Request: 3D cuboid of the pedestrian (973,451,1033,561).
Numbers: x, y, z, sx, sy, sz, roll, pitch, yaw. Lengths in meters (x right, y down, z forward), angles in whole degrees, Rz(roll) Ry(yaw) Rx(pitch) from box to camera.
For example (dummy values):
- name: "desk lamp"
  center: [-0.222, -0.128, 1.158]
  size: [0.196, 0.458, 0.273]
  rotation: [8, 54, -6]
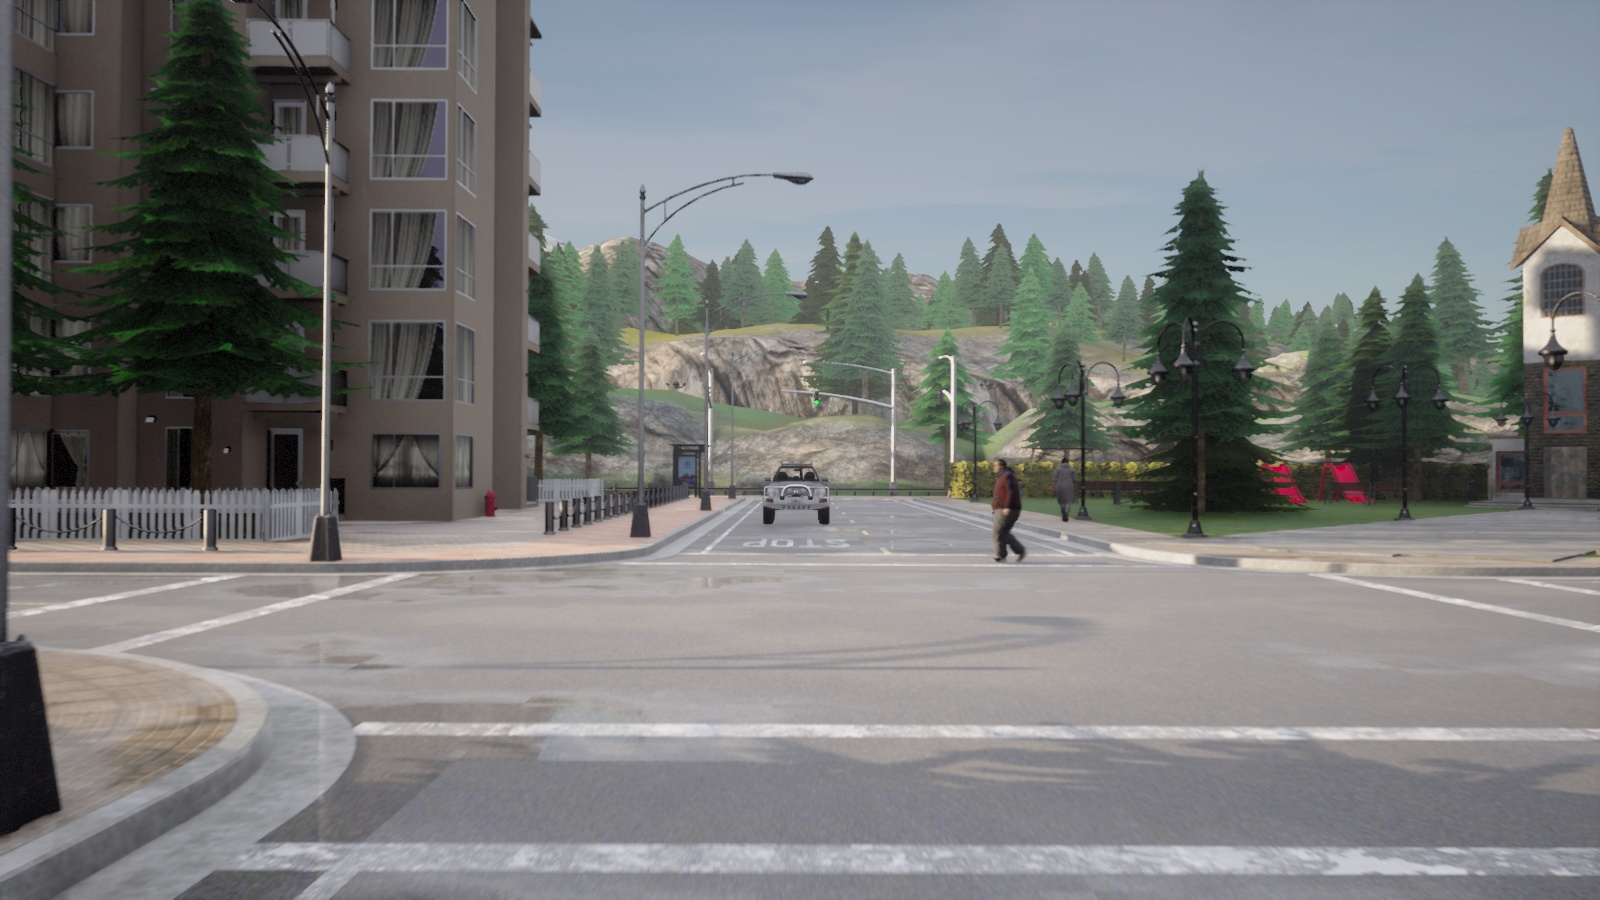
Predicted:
- name: "pedestrian"
  center: [3.429, 0.938, 21.285]
  size: [0.899, 1.844, 0.634]
  rotation: [0, -1, 0]

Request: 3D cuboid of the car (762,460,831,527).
- name: "car"
  center: [-0.097, 1.260, 37.531]
  size: [1.932, 1.855, 4.605]
  rotation: [0, -1, 0]

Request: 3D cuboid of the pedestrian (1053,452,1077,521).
- name: "pedestrian"
  center: [7.565, 1.045, 35.896]
  size: [0.659, 1.952, 0.873]
  rotation: [0, -1, 12]
